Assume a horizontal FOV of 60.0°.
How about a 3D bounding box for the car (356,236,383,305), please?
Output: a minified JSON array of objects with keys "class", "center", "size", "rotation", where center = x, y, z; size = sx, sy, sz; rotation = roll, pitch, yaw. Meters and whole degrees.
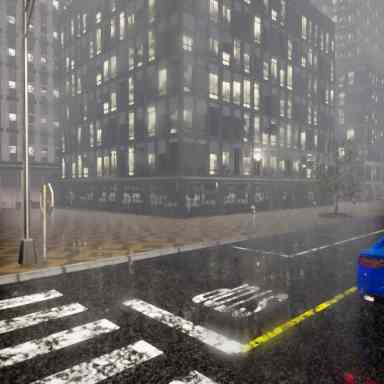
[{"class":"car","center":[5.190,1.388,6.973],"size":[5.008,1.535,1.882],"rotation":[-1,1,-44]}]
